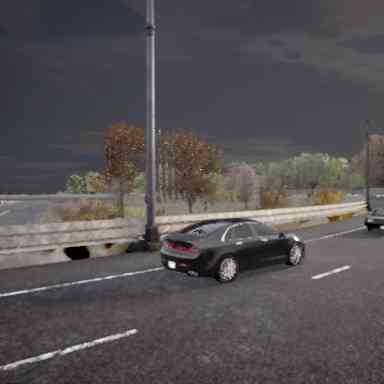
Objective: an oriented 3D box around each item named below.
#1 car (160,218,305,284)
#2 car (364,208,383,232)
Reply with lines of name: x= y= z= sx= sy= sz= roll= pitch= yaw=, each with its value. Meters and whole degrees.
car: x=1.381 y=1.513 z=9.674 sx=4.892 sy=1.490 sz=1.837 roll=-1 pitch=0 yaw=-39
car: x=11.632 y=1.577 z=19.192 sx=1.895 sy=1.301 sz=4.718 roll=0 pitch=0 yaw=43
